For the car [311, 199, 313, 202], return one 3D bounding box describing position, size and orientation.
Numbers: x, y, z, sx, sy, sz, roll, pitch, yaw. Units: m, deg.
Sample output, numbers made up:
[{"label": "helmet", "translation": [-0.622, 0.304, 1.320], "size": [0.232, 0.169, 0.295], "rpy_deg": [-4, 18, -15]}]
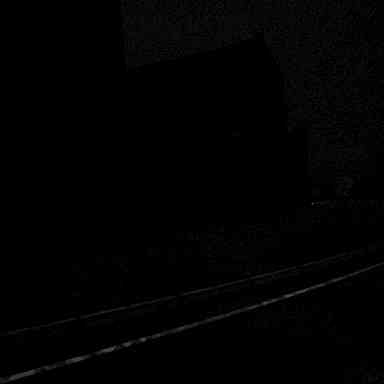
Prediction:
[{"label": "car", "translation": [26.481, 2.022, 78.701], "size": [2.033, 1.411, 5.357], "rpy_deg": [-6, -1, -10]}]
